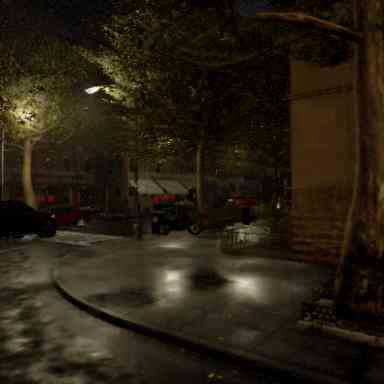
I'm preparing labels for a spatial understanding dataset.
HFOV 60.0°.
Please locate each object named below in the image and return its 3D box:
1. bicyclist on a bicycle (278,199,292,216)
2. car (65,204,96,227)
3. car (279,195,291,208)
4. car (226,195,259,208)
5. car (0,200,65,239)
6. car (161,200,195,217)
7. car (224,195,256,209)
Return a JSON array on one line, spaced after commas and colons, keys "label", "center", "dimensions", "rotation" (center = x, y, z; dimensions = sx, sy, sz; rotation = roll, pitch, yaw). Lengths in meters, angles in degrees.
[{"label": "bicyclist on a bicycle", "center": [7.420, 1.390, 25.668], "dimensions": [1.656, 1.620, 0.582], "rotation": [-1, -1, 36]}, {"label": "car", "center": [-9.310, 1.687, 22.364], "dimensions": [1.882, 1.535, 5.008], "rotation": [-1, 0, 39]}, {"label": "car", "center": [14.852, 1.390, 49.427], "dimensions": [2.150, 2.045, 5.566], "rotation": [-1, 0, 37]}, {"label": "car", "center": [6.989, 1.428, 44.714], "dimensions": [2.150, 2.045, 5.566], "rotation": [-1, 0, 36]}, {"label": "car", "center": [-8.892, 1.387, 15.622], "dimensions": [2.150, 2.045, 5.566], "rotation": [-2, -1, 19]}, {"label": "car", "center": [-1.602, 1.724, 38.837], "dimensions": [2.231, 1.521, 4.892], "rotation": [-1, 0, 36]}, {"label": "car", "center": [7.258, 1.465, 50.160], "dimensions": [2.435, 2.045, 5.566], "rotation": [-1, 0, 36]}]
